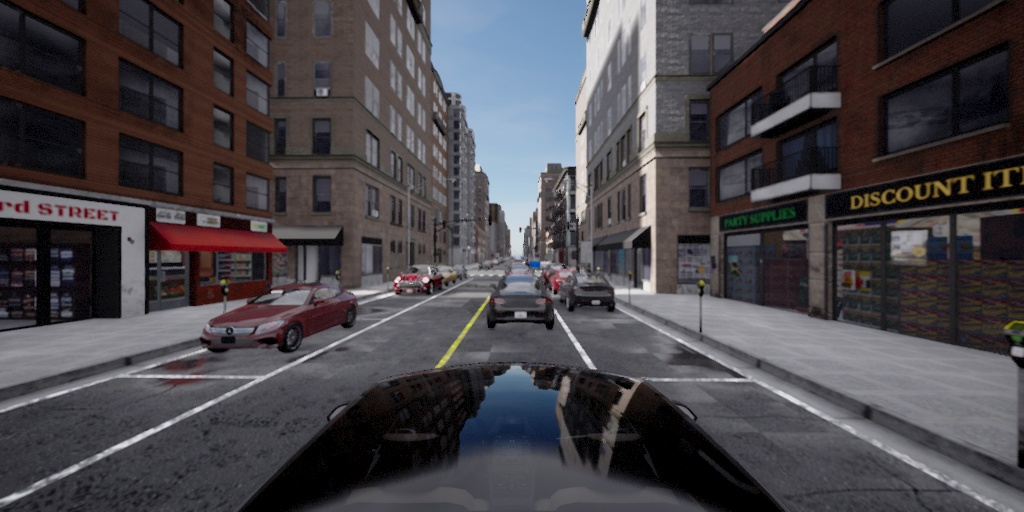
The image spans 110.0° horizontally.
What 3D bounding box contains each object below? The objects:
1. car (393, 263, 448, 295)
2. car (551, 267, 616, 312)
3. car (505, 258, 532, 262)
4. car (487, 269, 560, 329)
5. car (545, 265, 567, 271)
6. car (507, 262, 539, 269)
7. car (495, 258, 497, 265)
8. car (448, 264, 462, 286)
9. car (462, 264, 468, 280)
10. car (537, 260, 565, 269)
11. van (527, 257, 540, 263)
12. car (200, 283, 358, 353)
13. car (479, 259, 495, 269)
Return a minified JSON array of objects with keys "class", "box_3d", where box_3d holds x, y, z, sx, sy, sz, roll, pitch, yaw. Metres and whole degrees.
[{"class":"car","box_3d":[-5.070,1.217,19.852,1.967,1.591,4.097,0,0,1]},{"class":"car","box_3d":[2.850,1.320,14.190,2.007,1.370,4.403,0,0,1]},{"class":"car","box_3d":[0.544,1.252,31.664,1.801,1.575,5.366,0,0,1]},{"class":"car","box_3d":[0.261,1.290,11.144,1.812,1.442,4.674,0,0,1]},{"class":"car","box_3d":[2.954,1.360,19.708,1.802,1.307,4.207,0,0,1]},{"class":"car","box_3d":[0.460,1.307,21.871,1.812,1.442,4.674,0,0,1]},{"class":"car","box_3d":[-4.243,1.387,63.643,1.888,1.381,4.507,0,0,1]},{"class":"car","box_3d":[-4.969,1.311,25.198,1.751,1.417,4.829,0,0,1]},{"class":"car","box_3d":[-4.861,1.344,30.886,2.007,1.370,4.403,0,0,1]},{"class":"car","box_3d":[3.058,1.226,25.226,1.967,1.591,4.097,0,0,1]},{"class":"van","box_3d":[3.673,1.175,57.820,1.690,1.789,3.998,0,0,1]},{"class":"car","box_3d":[-5.278,1.342,8.816,1.802,1.307,4.207,0,0,1]},{"class":"car","box_3d":[-4.350,1.384,57.963,2.007,1.370,4.403,0,0,1]}]
